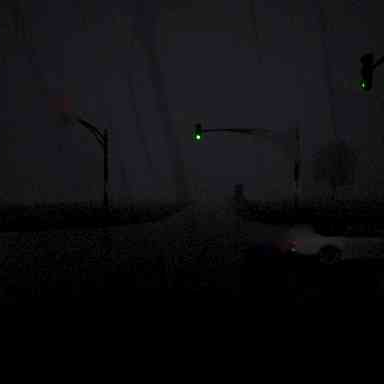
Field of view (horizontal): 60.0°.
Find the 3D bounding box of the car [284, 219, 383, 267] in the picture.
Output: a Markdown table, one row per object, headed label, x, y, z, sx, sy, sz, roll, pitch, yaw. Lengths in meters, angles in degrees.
| label | x | y | z | sx | sy | sz | roll | pitch | yaw |
| --- | --- | --- | --- | --- | --- | --- | --- | --- | --- |
| car | 5.492 | 1.547 | 10.640 | 4.718 | 1.301 | 1.895 | -1 | 1 | 4 |
